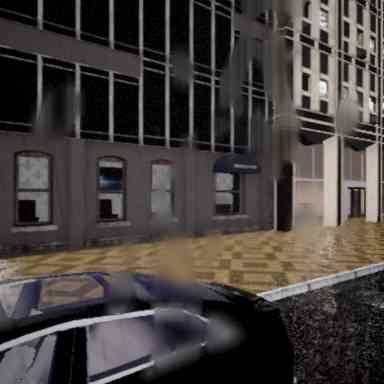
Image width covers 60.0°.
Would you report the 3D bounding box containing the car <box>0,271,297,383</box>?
[{"bbox_3d":[-1.314,1.488,2.435,4.902,1.511,2.128,0,0,-35],"label":"car"}]
